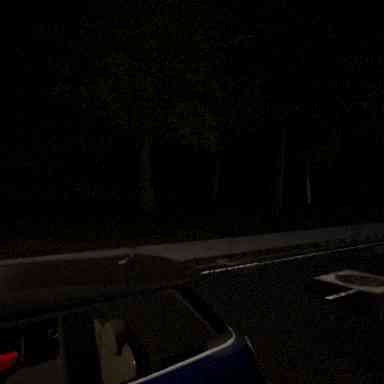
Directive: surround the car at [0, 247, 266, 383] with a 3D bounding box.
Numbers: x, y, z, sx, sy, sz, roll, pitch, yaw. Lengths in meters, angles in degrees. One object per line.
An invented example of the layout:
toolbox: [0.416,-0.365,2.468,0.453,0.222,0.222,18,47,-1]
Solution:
car: [-1.647,1.345,1.963,4.553,1.767,2.097,0,0,-36]
